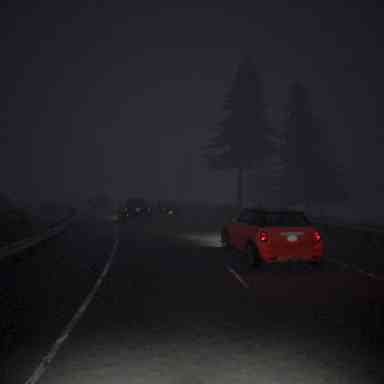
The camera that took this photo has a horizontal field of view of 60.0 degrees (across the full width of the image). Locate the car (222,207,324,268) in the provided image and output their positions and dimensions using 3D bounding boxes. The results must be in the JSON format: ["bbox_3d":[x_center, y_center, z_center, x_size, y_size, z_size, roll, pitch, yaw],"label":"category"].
[{"bbox_3d":[2.454,1.283,11.239,2.097,1.767,4.553,0,0,-8],"label":"car"}]

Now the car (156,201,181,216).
[{"bbox_3d":[-2.614,1.444,30.313,1.895,1.301,4.718,0,0,-21],"label":"car"}]

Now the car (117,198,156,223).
[{"bbox_3d":[-4.328,1.231,24.622,2.097,1.767,4.553,0,0,-18],"label":"car"}]

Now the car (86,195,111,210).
[{"bbox_3d":[-11.263,1.168,39.903,2.097,1.767,4.553,0,0,-30],"label":"car"}]
